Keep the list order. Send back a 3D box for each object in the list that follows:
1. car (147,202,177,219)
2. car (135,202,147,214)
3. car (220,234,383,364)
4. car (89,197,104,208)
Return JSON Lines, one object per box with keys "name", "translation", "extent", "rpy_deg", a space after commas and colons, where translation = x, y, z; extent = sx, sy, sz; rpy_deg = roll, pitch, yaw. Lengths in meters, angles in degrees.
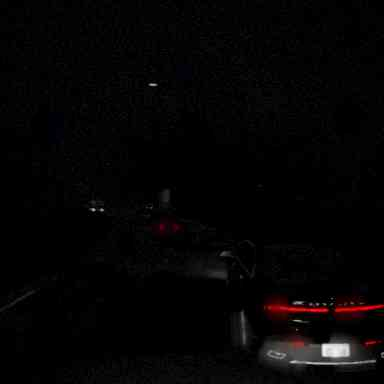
{"name": "car", "translation": [-2.861, 1.842, 33.400], "extent": [1.882, 1.535, 5.008], "rpy_deg": [0, 0, -17]}
{"name": "car", "translation": [-5.967, 2.022, 43.043], "extent": [2.033, 1.411, 5.357], "rpy_deg": [0, -1, -24]}
{"name": "car", "translation": [1.660, 1.542, 6.132], "extent": [1.837, 1.490, 4.892], "rpy_deg": [-1, -1, 1]}
{"name": "car", "translation": [-18.242, 2.052, 63.411], "extent": [2.150, 2.045, 5.566], "rpy_deg": [0, -1, -23]}
